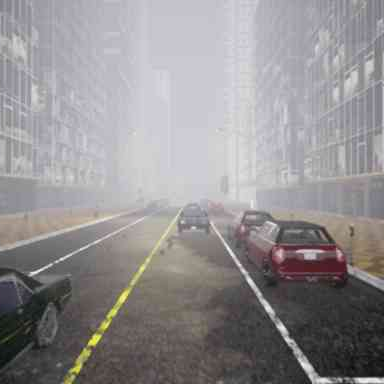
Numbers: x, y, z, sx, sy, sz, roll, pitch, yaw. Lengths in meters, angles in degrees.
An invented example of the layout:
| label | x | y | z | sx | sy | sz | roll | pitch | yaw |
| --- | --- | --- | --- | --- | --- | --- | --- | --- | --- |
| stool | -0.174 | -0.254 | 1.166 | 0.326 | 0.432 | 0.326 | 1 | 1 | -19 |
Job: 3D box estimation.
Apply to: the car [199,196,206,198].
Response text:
| label | x | y | z | sx | sy | sz | roll | pitch | yaw |
| --- | --- | --- | --- | --- | --- | --- | --- | --- | --- |
| car | 2.702 | 1.965 | 66.435 | 1.947 | 1.339 | 4.313 | 0 | 0 | 0 |

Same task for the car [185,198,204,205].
| label | x | y | z | sx | sy | sz | roll | pitch | yaw |
| --- | --- | --- | --- | --- | --- | --- | --- | --- | --- |
| car | 0.107 | 1.825 | 40.900 | 1.994 | 1.385 | 4.181 | 0 | 0 | 0 |

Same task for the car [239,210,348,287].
| label | x | y | z | sx | sy | sz | roll | pitch | yaw |
| --- | --- | --- | --- | --- | --- | --- | --- | --- | --- |
| car | 2.693 | 1.504 | 9.513 | 1.967 | 1.590 | 4.097 | 0 | 0 | 0 |

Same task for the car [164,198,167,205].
| label | x | y | z | sx | sy | sz | roll | pitch | yaw |
| --- | --- | --- | --- | --- | --- | --- | --- | --- | --- |
| car | -5.680 | 1.921 | 55.059 | 1.802 | 1.307 | 4.206 | 0 | 0 | 0 |

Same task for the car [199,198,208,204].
| label | x | y | z | sx | sy | sz | roll | pitch | yaw |
| --- | --- | --- | --- | --- | --- | --- | --- | --- | --- |
| car | 2.704 | 2.023 | 77.819 | 1.947 | 1.339 | 4.313 | 0 | 0 | 0 |

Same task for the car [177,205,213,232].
| label | x | y | z | sx | sy | sz | roll | pitch | yaw |
| --- | --- | --- | --- | --- | --- | --- | --- | --- | --- |
| car | 0.104 | 1.739 | 20.958 | 1.895 | 1.301 | 4.718 | 0 | 0 | 0 |

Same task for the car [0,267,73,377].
| label | x | y | z | sx | sy | sz | roll | pitch | yaw |
| --- | --- | --- | --- | --- | --- | --- | --- | --- | --- |
| car | -3.000 | 1.626 | 3.555 | 1.895 | 1.301 | 4.718 | 0 | 0 | 0 |

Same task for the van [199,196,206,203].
| label | x | y | z | sx | sy | sz | roll | pitch | yaw |
| --- | --- | --- | --- | --- | --- | --- | --- | --- | --- |
| van | 2.706 | 1.826 | 83.514 | 1.690 | 1.788 | 3.998 | 0 | 0 | 0 |

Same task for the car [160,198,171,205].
| label | x | y | z | sx | sy | sz | roll | pitch | yaw |
| --- | --- | --- | --- | --- | --- | --- | --- | --- | --- |
| car | -5.678 | 1.995 | 72.137 | 1.947 | 1.339 | 4.313 | 0 | 0 | 0 |

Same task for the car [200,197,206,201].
| label | x | y | z | sx | sy | sz | roll | pitch | yaw |
| --- | --- | --- | --- | --- | --- | --- | --- | --- | --- |
| car | 2.700 | 1.905 | 55.050 | 1.947 | 1.339 | 4.313 | 0 | 0 | 0 |

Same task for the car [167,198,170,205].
| label | x | y | z | sx | sy | sz | roll | pitch | yaw |
| --- | --- | --- | --- | --- | --- | --- | --- | --- | --- |
| car | -5.678 | 1.944 | 66.444 | 1.887 | 1.381 | 4.507 | 0 | 0 | 0 |

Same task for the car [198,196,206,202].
| label | x | y | z | sx | sy | sz | roll | pitch | yaw |
| --- | --- | --- | --- | --- | --- | --- | --- | --- | --- |
| car | 2.706 | 1.952 | 89.204 | 1.967 | 1.590 | 4.097 | 0 | 0 | 0 |

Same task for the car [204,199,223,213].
| label | x | y | z | sx | sy | sz | roll | pitch | yaw |
| --- | --- | --- | --- | --- | --- | --- | --- | --- | --- |
| car | 2.698 | 1.788 | 37.974 | 1.887 | 1.381 | 4.507 | 0 | 0 | 0 |

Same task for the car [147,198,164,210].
| label | x | y | z | sx | sy | sz | roll | pitch | yaw |
| --- | --- | --- | --- | --- | --- | --- | --- | --- | --- |
| car | -5.681 | 1.853 | 49.366 | 1.887 | 1.381 | 4.507 | 0 | 0 | 0 |

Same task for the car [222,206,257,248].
| label | x | y | z | sx | sy | sz | roll | pitch | yaw |
| --- | --- | --- | --- | --- | --- | --- | --- | --- | --- |
| car | 2.694 | 1.541 | 15.205 | 1.967 | 1.590 | 4.097 | 0 | 0 | 0 |
